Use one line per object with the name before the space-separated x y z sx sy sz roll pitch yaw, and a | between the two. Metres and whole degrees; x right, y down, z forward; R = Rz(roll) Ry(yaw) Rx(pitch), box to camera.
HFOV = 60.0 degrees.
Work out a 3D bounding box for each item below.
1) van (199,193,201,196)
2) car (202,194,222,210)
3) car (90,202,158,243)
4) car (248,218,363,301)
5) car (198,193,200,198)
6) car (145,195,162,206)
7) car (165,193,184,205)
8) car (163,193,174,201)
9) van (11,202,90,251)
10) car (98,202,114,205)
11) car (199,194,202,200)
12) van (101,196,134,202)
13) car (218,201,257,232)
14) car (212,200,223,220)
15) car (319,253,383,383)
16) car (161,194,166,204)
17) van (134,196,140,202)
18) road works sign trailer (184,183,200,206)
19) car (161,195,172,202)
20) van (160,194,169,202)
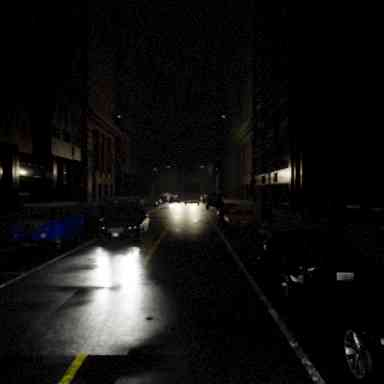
van | 2.780 1.229 64.252 1.690 1.788 3.998 0 0 0
car | 2.774 1.234 41.778 2.192 1.841 5.009 0 0 0
car | -3.097 1.458 15.907 2.128 1.511 4.902 0 0 0
car | 2.765 1.548 8.065 1.947 1.339 4.313 0 0 0
car | 2.783 1.400 75.660 1.752 1.417 4.829 0 0 0
car | -5.750 1.437 47.218 1.752 1.417 4.829 0 0 0
car | -3.039 1.388 58.286 2.128 1.511 4.902 0 0 0
car | -5.740 1.183 81.099 2.192 1.841 5.009 0 0 0
van | -5.758 1.313 13.678 1.690 1.788 3.998 0 0 0
car | -5.757 1.505 19.297 1.887 1.381 4.507 0 0 0
car | 2.778 1.446 58.634 2.008 1.369 4.403 0 0 0
van | -5.755 1.291 24.914 1.690 1.788 3.998 0 0 0
car | 2.768 1.485 19.473 1.752 1.417 4.829 0 0 0
car | 2.770 1.515 24.921 1.947 1.339 4.313 0 0 0
car | 2.763 1.560 2.447 1.947 1.339 4.313 0 0 0
car | -5.748 1.454 53.013 2.008 1.369 4.403 0 0 0
van | -5.754 1.280 30.534 1.690 1.788 3.998 0 0 0
road works sign trailer | 0.014 0.369 52.000 2.380 3.560 2.880 0 0 0
car | -5.742 1.426 75.480 2.008 1.369 4.403 0 0 0
van | -5.743 1.223 69.862 1.690 1.788 3.998 0 0 0
